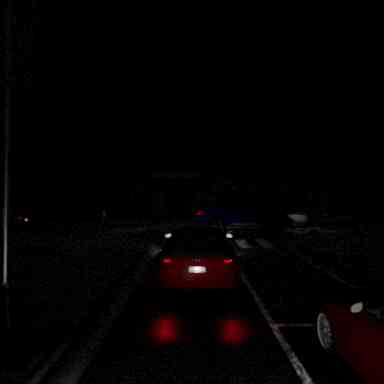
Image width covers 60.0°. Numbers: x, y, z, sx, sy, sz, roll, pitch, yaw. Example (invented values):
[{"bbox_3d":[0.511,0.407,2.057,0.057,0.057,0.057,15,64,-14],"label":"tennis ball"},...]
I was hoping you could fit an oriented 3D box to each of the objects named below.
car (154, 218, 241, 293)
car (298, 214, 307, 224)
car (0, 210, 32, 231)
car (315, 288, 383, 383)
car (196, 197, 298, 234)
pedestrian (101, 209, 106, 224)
[{"bbox_3d":[0.178,1.628,9.055,1.994,1.385,4.181,0,0,2],"label":"car"},{"bbox_3d":[5.076,1.732,22.394,4.718,1.301,1.895,-1,-1,0],"label":"car"},{"bbox_3d":[-13.195,1.883,22.509,4.181,1.385,1.994,-1,-1,0],"label":"car"},{"bbox_3d":[2.659,1.606,3.282,1.802,1.307,4.206,1,0,0],"label":"car"},{"bbox_3d":[2.930,1.327,19.438,5.566,2.045,2.150,-1,0,0],"label":"car"},{"bbox_3d":[-6.761,1.843,25.379,0.500,1.100,0.500,0,-1,0],"label":"pedestrian"}]
